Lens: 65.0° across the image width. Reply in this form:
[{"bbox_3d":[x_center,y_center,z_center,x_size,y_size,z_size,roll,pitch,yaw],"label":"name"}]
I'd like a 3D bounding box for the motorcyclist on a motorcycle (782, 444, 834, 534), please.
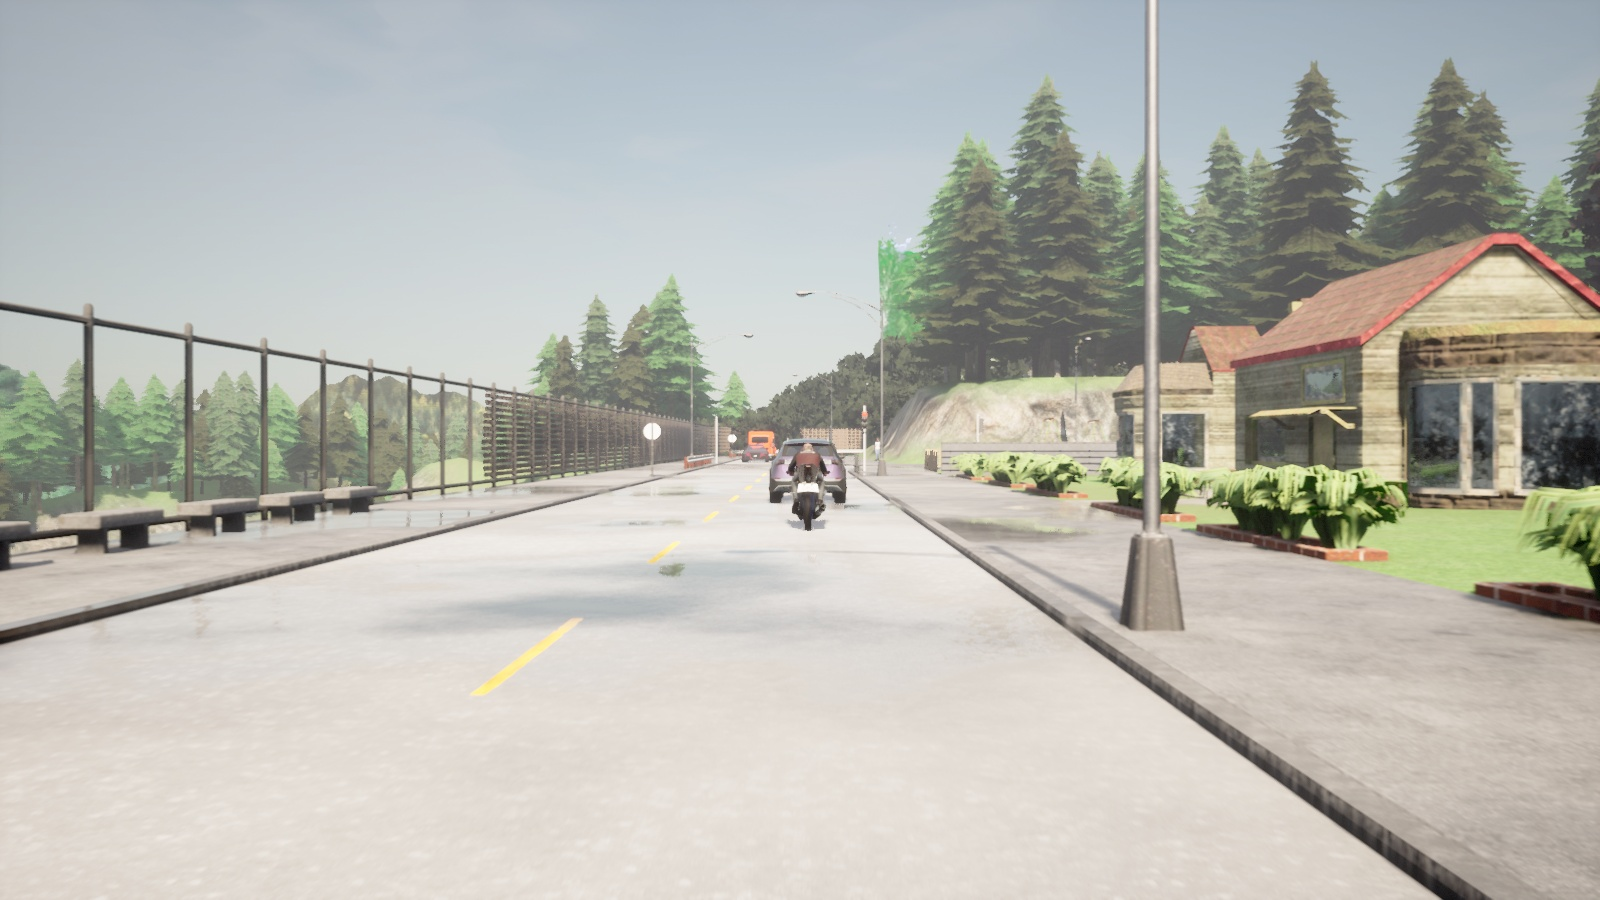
[{"bbox_3d":[0.142,0.656,22.359,0.866,1.530,2.191,0,0,0],"label":"motorcyclist on a motorcycle"}]

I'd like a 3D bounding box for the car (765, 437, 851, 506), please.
[{"bbox_3d":[0.201,0.494,32.338,2.033,1.649,4.856,0,0,0],"label":"car"}]

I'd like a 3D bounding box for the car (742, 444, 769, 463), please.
[{"bbox_3d":[-3.409,0.261,97.006,1.994,1.385,4.181,0,0,0],"label":"car"}]
